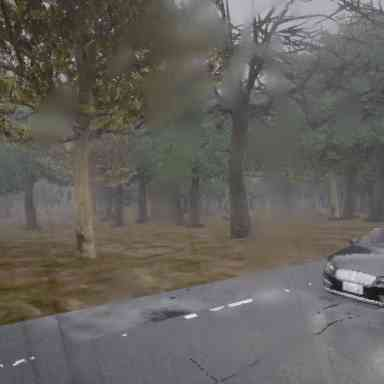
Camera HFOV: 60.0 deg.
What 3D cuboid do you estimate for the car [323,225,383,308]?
[{"bbox_3d":[4.940,1.489,7.531,4.902,1.511,2.128,0,0,-36],"label":"car"}]
